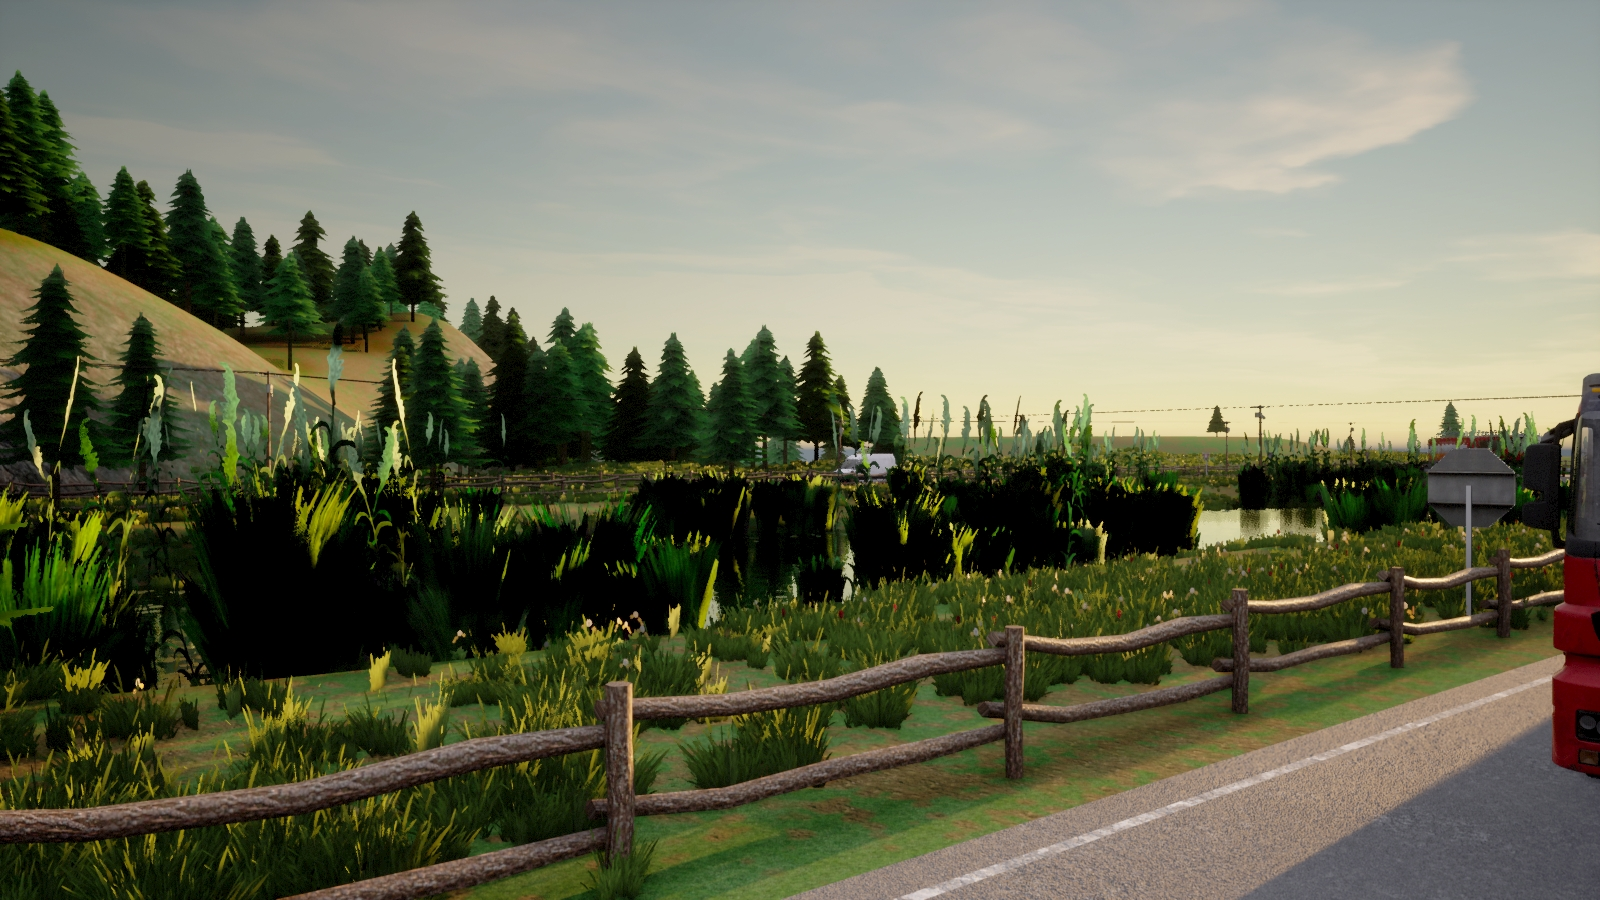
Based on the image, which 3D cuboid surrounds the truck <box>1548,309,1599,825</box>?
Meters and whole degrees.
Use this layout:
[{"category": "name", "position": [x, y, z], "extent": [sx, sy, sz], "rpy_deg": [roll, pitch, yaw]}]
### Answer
[{"category": "truck", "position": [9.532, 0.862, 10.956], "extent": [2.891, 3.827, 8.468], "rpy_deg": [0, 0, 41]}]
